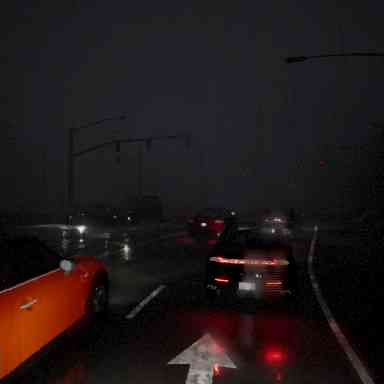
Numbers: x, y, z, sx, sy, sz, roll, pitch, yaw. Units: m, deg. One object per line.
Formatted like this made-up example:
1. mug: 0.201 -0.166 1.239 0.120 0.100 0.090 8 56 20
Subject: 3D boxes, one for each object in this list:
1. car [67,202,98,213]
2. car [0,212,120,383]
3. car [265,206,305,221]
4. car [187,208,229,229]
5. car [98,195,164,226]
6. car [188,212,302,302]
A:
1. car: -7.461 1.511 25.103 1.837 1.490 4.892 0 0 22
2. car: -2.796 1.351 4.488 2.097 1.767 4.553 0 0 7
3. car: 4.636 1.505 17.249 1.837 1.490 4.892 0 0 21
4. car: 1.281 1.564 18.124 1.994 1.385 4.181 0 0 20
5. car: -4.021 1.275 24.270 2.150 2.045 5.566 0 0 22
6. car: 1.558 1.492 8.371 2.128 1.511 4.902 0 0 13
